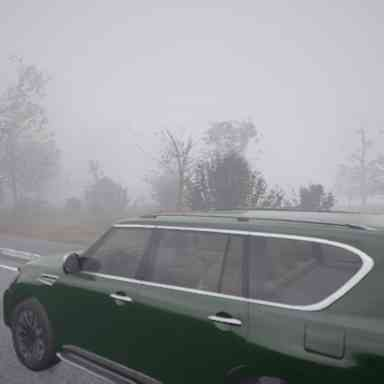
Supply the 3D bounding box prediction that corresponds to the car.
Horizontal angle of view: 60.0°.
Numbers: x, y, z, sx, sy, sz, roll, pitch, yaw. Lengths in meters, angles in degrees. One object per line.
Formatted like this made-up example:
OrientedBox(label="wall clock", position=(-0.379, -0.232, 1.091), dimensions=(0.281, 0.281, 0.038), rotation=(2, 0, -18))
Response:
OrientedBox(label="car", position=(0.006, 1.222, 3.988), dimensions=(5.566, 2.045, 2.150), rotation=(0, 0, 36))
